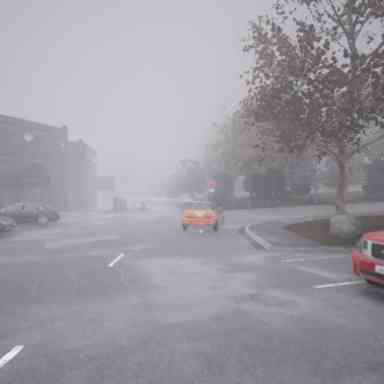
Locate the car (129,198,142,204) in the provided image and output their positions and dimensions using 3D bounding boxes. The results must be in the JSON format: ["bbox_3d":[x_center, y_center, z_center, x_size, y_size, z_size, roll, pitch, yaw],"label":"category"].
[{"bbox_3d":[-11.928,2.106,77.718,2.097,1.535,5.008,-1,0,-41],"label":"car"}]

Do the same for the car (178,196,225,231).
[{"bbox_3d":[0.827,1.348,21.055,2.097,1.767,4.553,0,0,11],"label":"car"}]

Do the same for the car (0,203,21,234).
[{"bbox_3d":[-11.420,1.488,16.345,4.892,1.521,2.231,-1,0,-20],"label":"car"}]

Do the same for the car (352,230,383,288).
[{"bbox_3d":[6.377,1.234,7.553,5.566,2.045,2.435,1,0,-20],"label":"car"}]

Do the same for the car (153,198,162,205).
[{"bbox_3d":[-5.659,1.898,68.391,2.097,1.535,5.008,-1,-1,-27],"label":"car"}]

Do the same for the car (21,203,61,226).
[{"bbox_3d":[-11.408,1.487,22.208,4.892,1.521,2.231,-1,0,-20],"label":"car"}]

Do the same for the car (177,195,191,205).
[{"bbox_3d":[-0.643,1.582,45.944,2.097,1.535,5.008,0,-1,-1],"label":"car"}]

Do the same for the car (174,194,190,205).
[{"bbox_3d":[-1.002,1.400,51.931,2.435,2.045,5.566,0,-1,-7],"label":"car"}]

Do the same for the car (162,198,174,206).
[{"bbox_3d":[-3.454,1.819,63.092,2.231,1.521,4.892,0,0,-18],"label":"car"}]

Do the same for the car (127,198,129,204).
[{"bbox_3d":[-15.754,2.292,82.154,4.892,1.521,2.231,-4,-2,42],"label":"car"}]

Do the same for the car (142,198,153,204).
[{"bbox_3d":[-8.410,1.971,73.263,2.231,1.521,4.892,-1,-1,-35],"label":"car"}]
